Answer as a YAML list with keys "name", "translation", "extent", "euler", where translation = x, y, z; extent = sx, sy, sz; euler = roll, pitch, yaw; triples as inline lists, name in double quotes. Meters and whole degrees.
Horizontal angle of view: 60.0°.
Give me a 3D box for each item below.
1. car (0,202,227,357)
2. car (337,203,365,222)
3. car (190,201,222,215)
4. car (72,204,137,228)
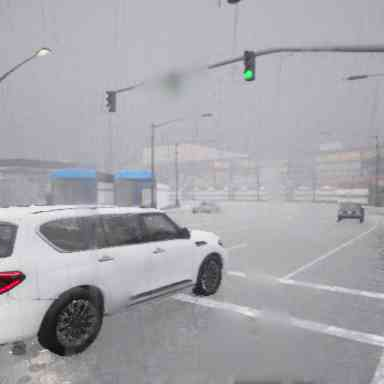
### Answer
- name: "car"
  translation: [-1.485, 1.252, 6.469]
  extent: [2.150, 2.045, 5.566]
  euler: [0, 0, 38]
- name: "car"
  translation: [12.722, 1.574, 26.664]
  extent: [2.033, 1.411, 5.357]
  euler: [0, 0, 27]
- name: "car"
  translation: [1.574, 1.709, 36.027]
  extent: [1.895, 1.301, 4.718]
  euler: [0, 0, 23]
- name: "car"
  translation: [-6.150, 1.669, 23.864]
  extent: [1.994, 1.385, 4.181]
  euler: [0, 0, 36]
